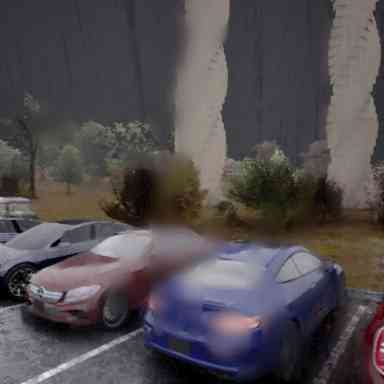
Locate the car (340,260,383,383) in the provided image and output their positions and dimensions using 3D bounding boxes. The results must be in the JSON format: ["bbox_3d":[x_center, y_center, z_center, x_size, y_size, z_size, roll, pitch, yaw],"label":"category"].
[{"bbox_3d":[3.421,1.357,3.895,2.185,1.767,4.553,0,0,35],"label":"car"}]

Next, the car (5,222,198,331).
[{"bbox_3d":[-1.052,1.505,7.123,2.002,1.452,4.674,0,0,35],"label":"car"}]

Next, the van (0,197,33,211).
[{"bbox_3d":[-7.714,1.191,12.009,1.878,1.987,4.442,1,0,35],"label":"van"}]

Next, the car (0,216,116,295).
[{"bbox_3d":[-3.317,1.483,8.697,2.163,1.488,4.792,0,0,35],"label":"car"}]

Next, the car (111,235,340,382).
[{"bbox_3d":[1.188,1.514,5.521,2.002,1.452,4.674,0,0,35],"label":"car"}]

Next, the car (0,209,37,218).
[{"bbox_3d":[-5.524,1.465,10.342,2.163,1.488,4.792,0,0,35],"label":"car"}]
